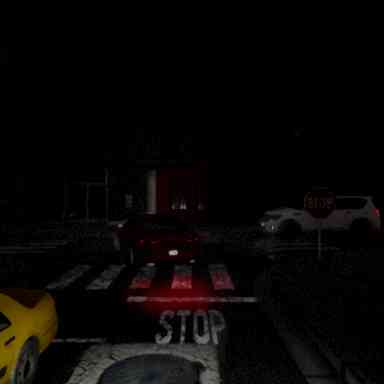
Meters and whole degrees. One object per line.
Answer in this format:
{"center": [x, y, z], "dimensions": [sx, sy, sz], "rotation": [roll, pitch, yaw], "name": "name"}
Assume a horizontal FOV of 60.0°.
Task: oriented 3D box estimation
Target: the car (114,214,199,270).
{"center": [-1.359, 1.481, 11.189], "dimensions": [1.882, 1.535, 5.008], "rotation": [0, 0, -20], "name": "car"}

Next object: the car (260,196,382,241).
{"center": [6.227, 1.217, 16.337], "dimensions": [5.566, 2.045, 2.150], "rotation": [-1, -1, 0], "name": "car"}

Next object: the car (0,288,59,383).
{"center": [-2.620, 1.533, 2.512], "dimensions": [1.752, 1.417, 4.829], "rotation": [1, 0, 0], "name": "car"}
